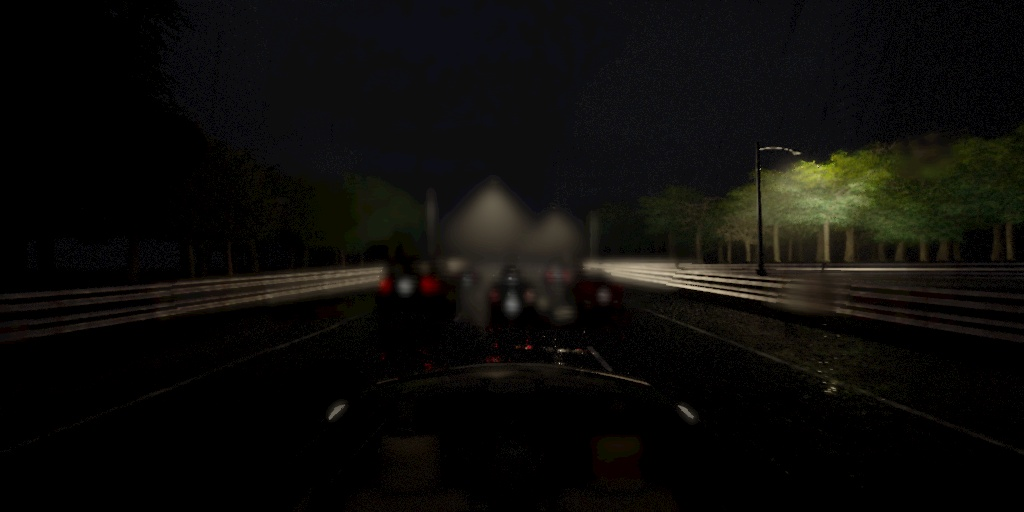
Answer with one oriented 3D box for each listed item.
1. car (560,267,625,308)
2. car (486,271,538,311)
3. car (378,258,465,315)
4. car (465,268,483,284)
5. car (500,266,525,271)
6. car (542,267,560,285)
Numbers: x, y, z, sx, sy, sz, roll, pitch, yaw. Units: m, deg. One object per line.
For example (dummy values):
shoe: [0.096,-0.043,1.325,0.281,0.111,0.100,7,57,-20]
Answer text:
car: [3.529,1.370,16.120,1.882,1.535,5.008,0,0,0]
car: [0.022,1.484,15.124,1.895,1.301,4.718,0,-1,0]
car: [-3.486,1.101,14.440,2.150,2.045,5.566,0,0,0]
car: [-3.476,1.625,30.116,1.895,1.301,4.718,0,0,0]
car: [0.026,1.533,30.355,1.837,1.490,4.892,0,0,0]
car: [3.516,1.565,29.372,2.033,1.411,5.357,0,0,0]
